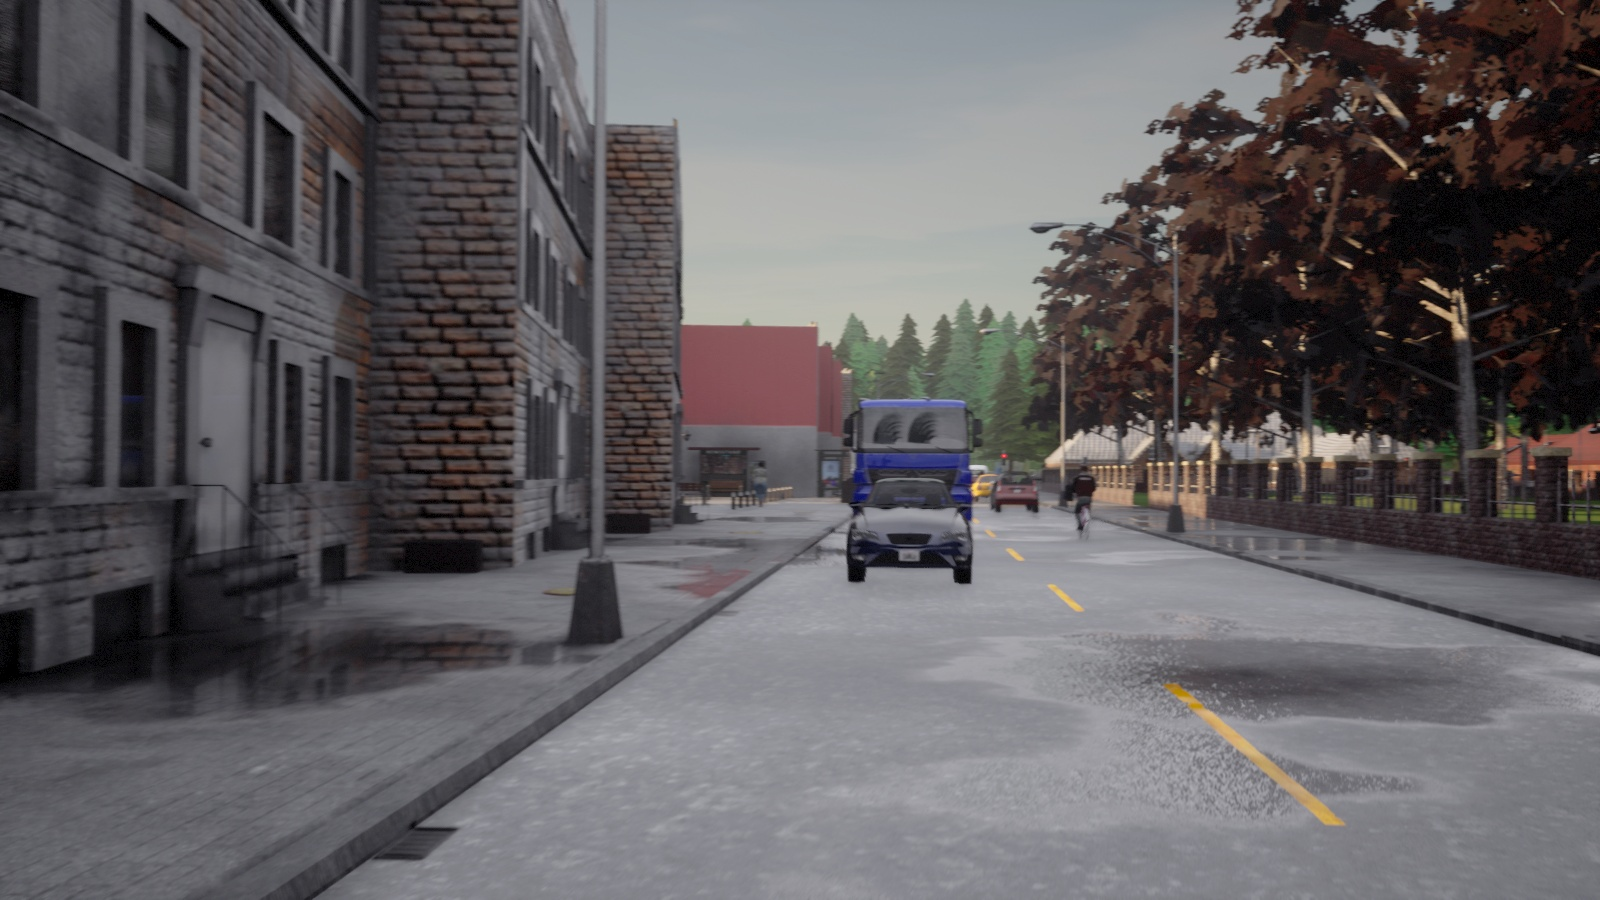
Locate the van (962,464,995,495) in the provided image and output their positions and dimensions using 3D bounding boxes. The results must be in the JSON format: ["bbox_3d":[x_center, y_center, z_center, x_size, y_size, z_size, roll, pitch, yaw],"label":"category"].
[{"bbox_3d":[11.976,1.950,84.457,2.069,2.038,4.480,0,-1,6],"label":"van"}]

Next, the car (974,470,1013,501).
[{"bbox_3d":[10.364,1.883,67.581,1.801,1.575,5.366,0,-1,5],"label":"car"}]

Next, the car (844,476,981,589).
[{"bbox_3d":[1.697,1.146,18.903,1.816,1.474,4.193,0,-1,5],"label":"car"}]

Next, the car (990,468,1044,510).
[{"bbox_3d":[8.764,1.560,50.956,1.851,1.617,3.988,0,-1,5],"label":"car"}]

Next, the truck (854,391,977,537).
[{"bbox_3d":[3.098,0.400,33.719,2.891,3.462,7.936,0,-1,5],"label":"truck"}]

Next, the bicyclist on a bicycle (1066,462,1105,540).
[{"bbox_3d":[6.733,1.173,29.642,0.659,1.776,1.843,0,-1,5],"label":"bicyclist on a bicycle"}]

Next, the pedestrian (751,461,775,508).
[{"bbox_3d":[-1.482,1.394,50.698,0.874,1.855,0.900,0,-1,5],"label":"pedestrian"}]
